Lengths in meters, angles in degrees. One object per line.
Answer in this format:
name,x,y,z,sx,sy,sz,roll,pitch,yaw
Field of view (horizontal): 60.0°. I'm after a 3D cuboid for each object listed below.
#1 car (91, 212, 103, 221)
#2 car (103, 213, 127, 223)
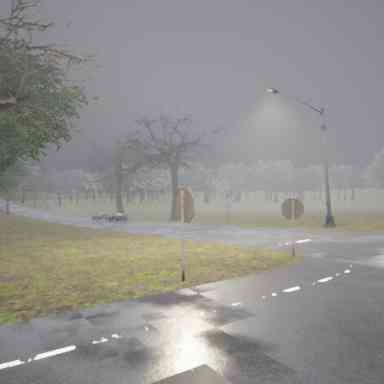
car,-16.895,4.501,60.768,1.837,1.490,4.892,-1,-1,-34
car,-12.156,4.127,53.858,1.882,1.535,5.008,-1,-2,-34
